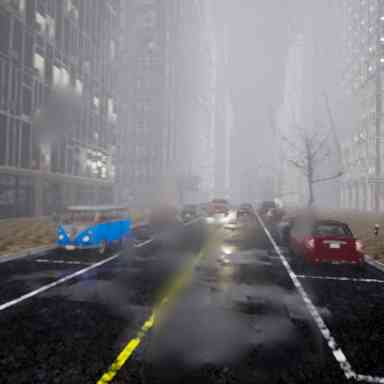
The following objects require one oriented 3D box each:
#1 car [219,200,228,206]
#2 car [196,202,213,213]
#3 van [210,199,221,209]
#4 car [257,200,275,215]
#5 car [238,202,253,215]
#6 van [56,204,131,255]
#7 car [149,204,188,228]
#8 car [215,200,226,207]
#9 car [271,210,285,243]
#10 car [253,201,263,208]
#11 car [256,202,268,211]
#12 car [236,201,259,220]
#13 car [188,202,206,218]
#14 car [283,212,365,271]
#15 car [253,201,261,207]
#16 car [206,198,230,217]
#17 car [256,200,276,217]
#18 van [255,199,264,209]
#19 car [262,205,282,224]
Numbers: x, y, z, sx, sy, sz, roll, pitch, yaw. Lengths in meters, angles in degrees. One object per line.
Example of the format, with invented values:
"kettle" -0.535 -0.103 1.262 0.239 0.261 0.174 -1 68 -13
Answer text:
"car" 8.298 2.764 86.434 2.008 1.369 4.403 2 -1 9
"car" 1.829 2.162 47.143 1.947 1.339 4.313 2 -1 9
"van" 4.609 2.201 63.984 1.690 1.788 3.998 2 -1 9
"car" 10.101 2.092 45.762 2.192 1.841 5.009 2 -1 9
"car" 7.258 2.178 45.033 1.882 1.535 5.008 1 -1 10
"van" -3.828 1.409 13.491 1.690 1.788 3.998 2 -1 9
"car" -1.876 1.790 24.695 1.887 1.381 4.507 2 -1 9
"car" 6.450 2.602 75.208 1.947 1.339 4.313 2 -1 9
"car" 5.537 1.906 17.687 1.947 1.339 4.313 2 -1 9
"car" 14.714 2.767 73.824 2.008 1.369 4.403 2 -1 9
"car" 11.970 2.480 57.153 1.752 1.417 4.829 2 -1 9
"car" 5.608 2.033 34.754 2.128 1.511 4.902 1 -1 10
"car" -0.020 1.986 35.917 1.947 1.339 4.313 2 -1 9
"car" 4.673 1.694 12.067 1.967 1.590 4.097 2 -1 9
"car" 16.562 2.944 85.049 2.008 1.369 4.403 2 -1 9
"car" 3.204 1.754 38.926 2.150 2.045 5.566 1 -1 9
"car" 9.177 2.004 40.150 2.192 1.841 5.009 2 -1 9
"van" 13.797 2.469 68.213 1.690 1.788 3.998 2 -1 9
"car" 7.320 2.096 28.922 1.802 1.307 4.206 2 -1 9
